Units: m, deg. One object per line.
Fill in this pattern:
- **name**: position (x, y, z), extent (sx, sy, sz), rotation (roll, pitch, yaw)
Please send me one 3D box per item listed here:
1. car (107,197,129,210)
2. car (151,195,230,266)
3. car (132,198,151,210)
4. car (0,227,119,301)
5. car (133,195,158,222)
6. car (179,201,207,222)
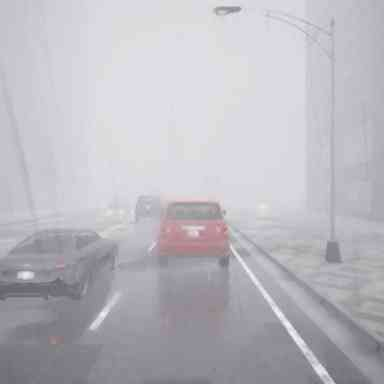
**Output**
- **car**: position (-9.889, 1.420, 44.461), extent (2.097, 1.767, 4.553), rotation (0, 0, 0)
- **car**: position (0.068, 1.232, 11.701), extent (2.150, 2.045, 5.566), rotation (0, 0, 1)
- **car**: position (-6.641, 1.547, 44.237), extent (1.882, 1.535, 5.008), rotation (0, 0, 0)
- **car**: position (-3.193, 1.573, 8.410), extent (1.994, 1.385, 4.181), rotation (0, 0, 0)
- **car**: position (-3.198, 1.251, 26.795), extent (2.150, 2.045, 5.566), rotation (0, 0, 0)
- **car**: position (0.050, 1.524, 27.716), extent (2.128, 1.511, 4.902), rotation (0, 0, 0)
